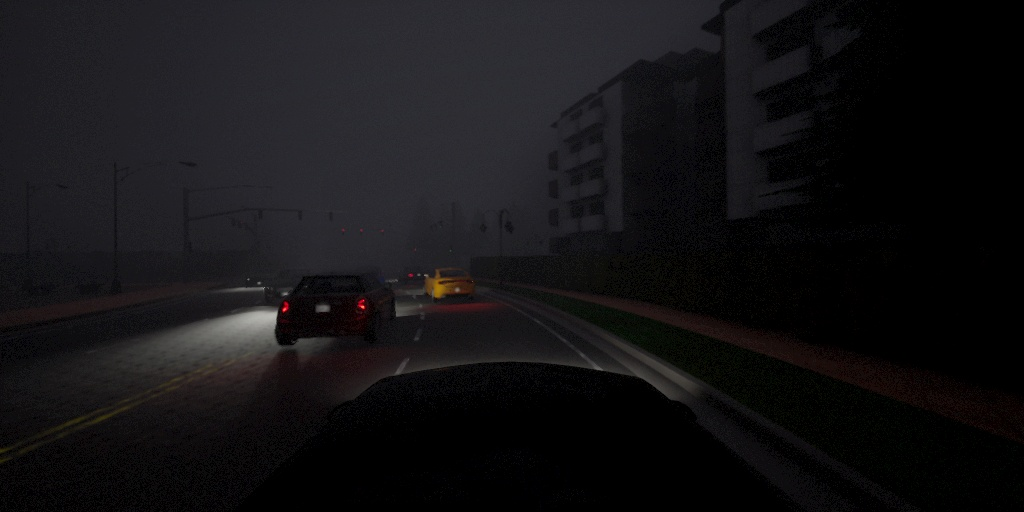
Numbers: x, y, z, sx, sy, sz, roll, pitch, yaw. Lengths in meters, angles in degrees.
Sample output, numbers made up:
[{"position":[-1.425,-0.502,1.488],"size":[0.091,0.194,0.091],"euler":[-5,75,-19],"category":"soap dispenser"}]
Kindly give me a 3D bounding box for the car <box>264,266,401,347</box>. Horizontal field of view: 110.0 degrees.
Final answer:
[{"position":[-4.529,1.179,9.941],"size":[2.097,1.767,4.553],"euler":[-1,0,-11],"category":"car"}]

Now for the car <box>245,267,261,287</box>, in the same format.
[{"position":[-19.413,1.593,28.278],"size":[2.033,1.411,5.357],"euler":[0,0,-26],"category":"car"}]

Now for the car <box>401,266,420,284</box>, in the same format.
[{"position":[-8.014,1.481,29.026],"size":[2.033,1.411,5.357],"euler":[0,0,-25],"category":"car"}]

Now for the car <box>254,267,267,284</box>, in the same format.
[{"position":[-10.746,1.410,17.830],"size":[2.128,1.511,4.902],"euler":[0,0,-22],"category":"car"}]

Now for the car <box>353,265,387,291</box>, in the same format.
[{"position":[-9.908,1.414,24.798],"size":[1.882,1.535,5.008],"euler":[0,0,-25],"category":"car"}]

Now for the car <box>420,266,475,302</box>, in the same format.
[{"position":[-3.205,1.321,17.878],"size":[1.882,1.535,5.008],"euler":[0,0,-20],"category":"car"}]
